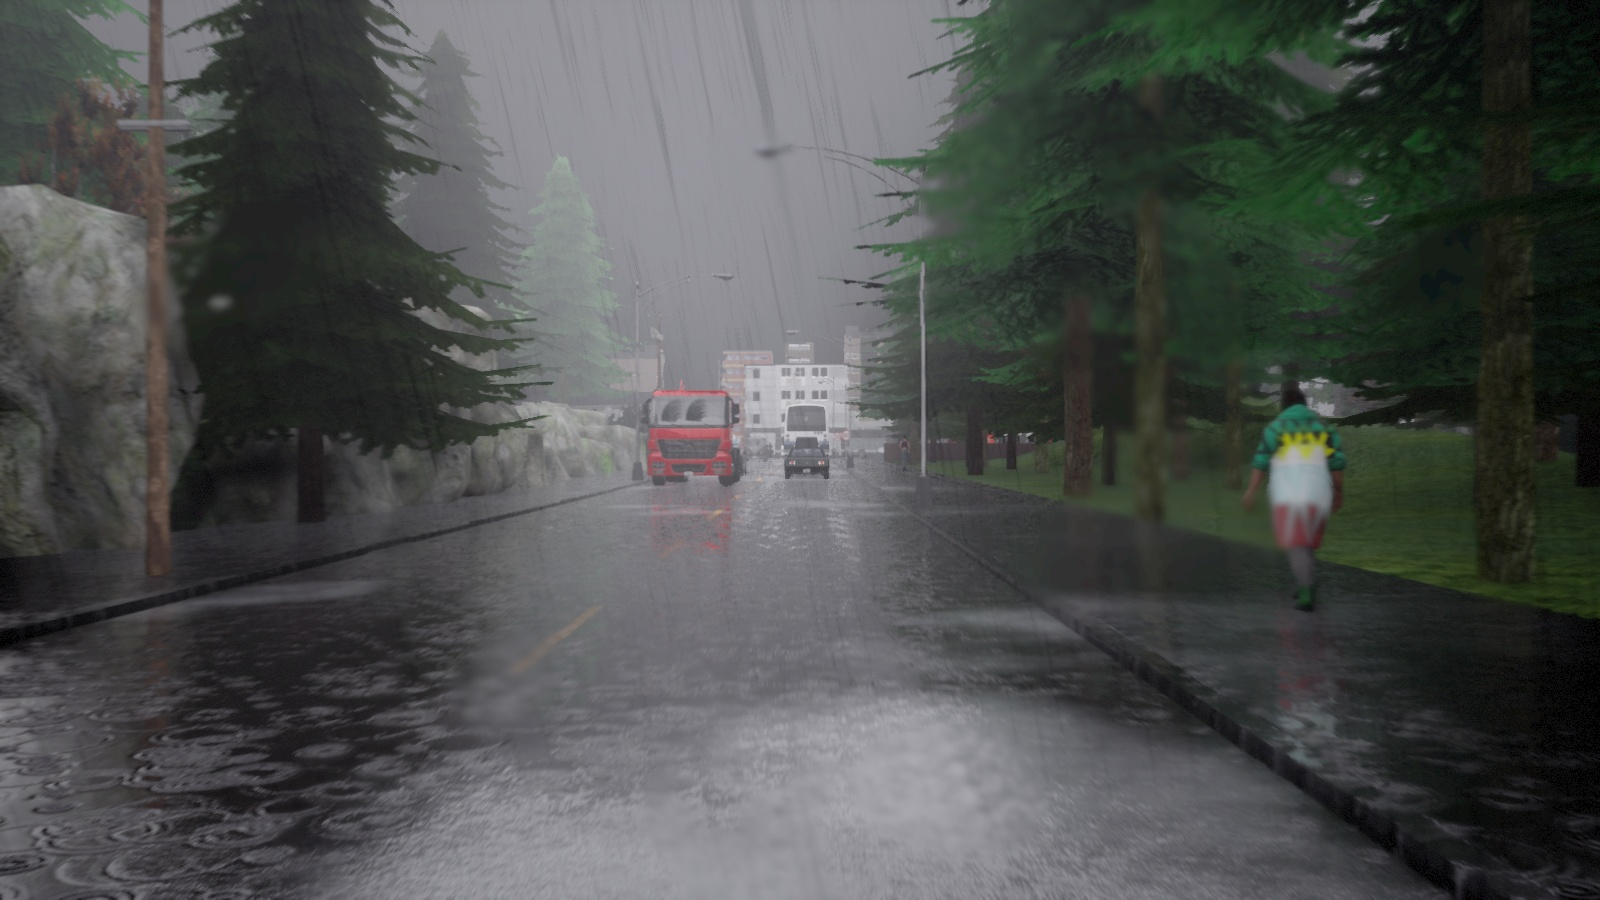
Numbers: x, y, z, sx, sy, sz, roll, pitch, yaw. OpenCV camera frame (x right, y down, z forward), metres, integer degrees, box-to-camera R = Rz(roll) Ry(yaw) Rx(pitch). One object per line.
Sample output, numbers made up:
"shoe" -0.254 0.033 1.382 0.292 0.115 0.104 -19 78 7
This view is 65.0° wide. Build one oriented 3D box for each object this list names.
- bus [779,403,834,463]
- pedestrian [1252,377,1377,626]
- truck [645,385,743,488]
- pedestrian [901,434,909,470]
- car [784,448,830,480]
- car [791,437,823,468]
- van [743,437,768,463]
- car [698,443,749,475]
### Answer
"bus" 0.483 -1.136 94.279 3.944 4.253 10.273 0 0 0
"pedestrian" 4.194 0.405 10.293 0.659 1.952 0.873 0 0 0
"truck" -3.745 -0.486 46.107 2.891 3.462 7.936 0 0 0
"pedestrian" 5.384 0.115 64.416 0.345 1.836 0.594 0 0 -3
"car" 0.293 0.559 53.648 1.895 1.301 4.718 0 0 0
"car" 0.415 0.128 77.350 1.905 1.878 3.866 0 0 0
"van" -3.500 -0.033 99.068 1.775 1.987 4.442 0 0 0
"car" -3.668 0.415 61.208 2.163 1.488 4.792 0 0 0
